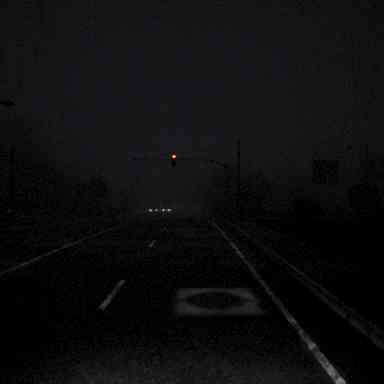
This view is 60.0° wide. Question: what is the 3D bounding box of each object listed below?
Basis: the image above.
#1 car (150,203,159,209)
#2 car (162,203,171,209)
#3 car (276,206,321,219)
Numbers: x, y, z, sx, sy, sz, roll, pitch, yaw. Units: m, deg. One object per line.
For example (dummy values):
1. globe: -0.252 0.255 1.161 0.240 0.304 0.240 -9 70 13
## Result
1. car: -10.503 3.826 92.215 2.097 1.767 4.553 0 0 0
2. car: -7.003 3.826 92.229 2.097 1.767 4.553 0 0 0
3. car: 11.456 2.183 35.713 4.674 1.442 1.812 0 -3 -1
